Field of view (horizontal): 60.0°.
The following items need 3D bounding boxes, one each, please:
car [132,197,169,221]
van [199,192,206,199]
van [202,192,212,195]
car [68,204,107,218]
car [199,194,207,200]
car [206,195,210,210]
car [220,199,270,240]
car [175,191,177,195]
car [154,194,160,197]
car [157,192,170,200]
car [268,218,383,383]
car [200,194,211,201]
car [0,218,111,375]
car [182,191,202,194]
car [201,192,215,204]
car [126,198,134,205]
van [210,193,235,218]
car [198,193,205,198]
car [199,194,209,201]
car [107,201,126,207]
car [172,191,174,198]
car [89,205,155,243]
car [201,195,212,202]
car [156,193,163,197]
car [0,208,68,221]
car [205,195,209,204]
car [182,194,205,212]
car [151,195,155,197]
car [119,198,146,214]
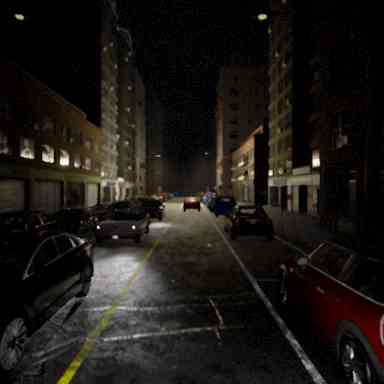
[{"bbox_3d":[-3.090,1.357,25.823,1.837,1.490,4.892,0,0,0],"label":"car"},{"bbox_3d":[2.660,0.826,84.460,1.690,1.788,3.998,0,0,0],"label":"van"},{"bbox_3d":[2.663,1.079,44.775,1.690,1.788,3.998,0,0,0],"label":"van"},{"bbox_3d":[-5.860,1.472,16.426,1.947,1.339,4.313,0,0,0],"label":"car"},{"bbox_3d":[2.661,1.107,78.791,1.802,1.307,4.206,0,0,0],"label":"car"},{"bbox_3d":[2.664,1.331,33.607,1.752,1.417,4.829,0,0,0],"label":"car"},{"bbox_3d":[2.666,1.346,16.429,1.967,1.590,4.097,0,0,0],"label":"car"},{"bbox_3d":[-5.866,0.995,90.112,2.008,1.369,4.403,0,0,0],"label":"car"},{"bbox_3d":[-5.862,1.283,44.766,1.887,1.381,4.507,0,0,0],"label":"car"},{"bbox_3d":[-5.864,0.948,61.770,2.192,1.841,5.009,0,0,0],"label":"car"},{"bbox_3d":[2.667,1.411,5.091,1.967,1.590,4.097,0,0,0],"label":"car"},{"bbox_3d":[2.661,1.164,67.453,1.947,1.339,4.313,0,0,0],"label":"car"},{"bbox_3d":[-3.091,1.459,5.592,2.128,1.511,4.902,0,0,0],"label":"car"},{"bbox_3d":[0.018,1.070,47.861,2.097,1.767,4.553,0,0,1],"label":"car"},{"bbox_3d":[2.662,0.983,56.113,2.192,1.841,5.009,0,0,0],"label":"car"},{"bbox_3d":[-5.861,1.406,27.762,1.947,1.339,4.313,0,0,0],"label":"car"},{"bbox_3d":[2.665,1.181,27.767,1.690,1.788,3.998,0,0,0],"label":"van"},{"bbox_3d":[2.659,0.968,90.300,1.752,1.417,4.829,0,0,0],"label":"car"},{"bbox_3d":[2.661,1.114,73.121,2.008,1.369,4.403,0,0,0],"label":"car"},{"bbox_3d":[-5.860,1.455,22.094,1.802,1.307,4.206,0,0,0],"label":"car"},{"bbox_3d":[-5.865,1.052,78.606,1.752,1.417,4.829,0,0,0],"label":"car"},{"bbox_3d":[-3.091,1.511,15.672,1.895,1.301,4.718,0,0,0],"label":"car"},{"bbox_3d":[2.662,1.199,61.784,1.947,1.339,4.313,0,0,0],"label":"car"},{"bbox_3d":[-5.863,1.230,50.265,1.752,1.417,4.829,0,0,0],"label":"car"},{"bbox_3d":[-5.859,1.379,10.757,1.967,1.590,4.097,0,0,0],"label":"car"},{"bbox_3d":[2.664,1.324,39.107,2.008,1.369,4.403,0,0,0],"label":"car"},{"bbox_3d":[0.002,1.286,35.596,2.128,1.511,4.902,0,0,0],"label":"car"},{"bbox_3d":[-5.862,1.339,39.098,1.947,1.339,4.313,0,0,0],"label":"car"},{"bbox_3d":[-5.861,1.333,33.260,1.752,1.417,4.829,0,0,0],"label":"car"}]
